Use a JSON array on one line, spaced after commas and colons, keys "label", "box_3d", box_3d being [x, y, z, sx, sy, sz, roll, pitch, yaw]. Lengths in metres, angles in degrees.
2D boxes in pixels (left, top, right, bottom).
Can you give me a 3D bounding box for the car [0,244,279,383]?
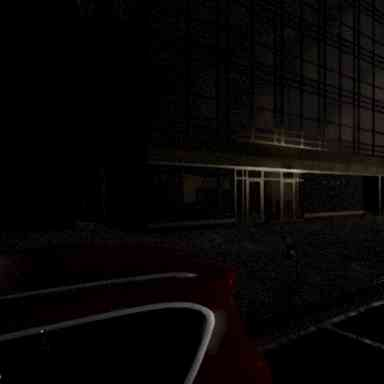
[{"label": "car", "box_3d": [-1.771, 1.316, 1.270, 5.009, 1.841, 2.192, 0, 0, -35]}]
